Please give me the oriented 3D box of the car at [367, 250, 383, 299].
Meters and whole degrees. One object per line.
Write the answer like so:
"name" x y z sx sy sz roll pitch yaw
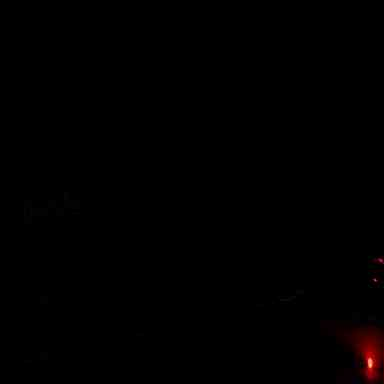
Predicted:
"car" 5.820 1.560 7.020 4.902 1.511 2.128 1 0 -29

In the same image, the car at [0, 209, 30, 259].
"car" -8.189 1.416 10.849 5.008 1.535 1.882 1 0 -35

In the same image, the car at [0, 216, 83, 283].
"car" -3.861 1.470 9.593 4.902 1.511 2.128 1 0 -33
